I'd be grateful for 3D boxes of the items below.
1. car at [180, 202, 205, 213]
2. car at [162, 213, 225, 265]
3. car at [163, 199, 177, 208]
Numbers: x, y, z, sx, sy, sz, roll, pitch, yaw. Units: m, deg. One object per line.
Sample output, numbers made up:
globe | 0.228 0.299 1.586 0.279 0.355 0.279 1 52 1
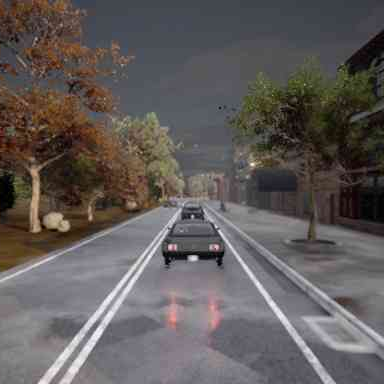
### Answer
car | 0.060 1.628 28.353 1.837 1.490 4.892 0 0 0
car | 0.058 1.644 11.864 1.895 1.301 4.718 0 0 0
car | -3.339 1.795 51.769 1.994 1.385 4.181 0 0 0
